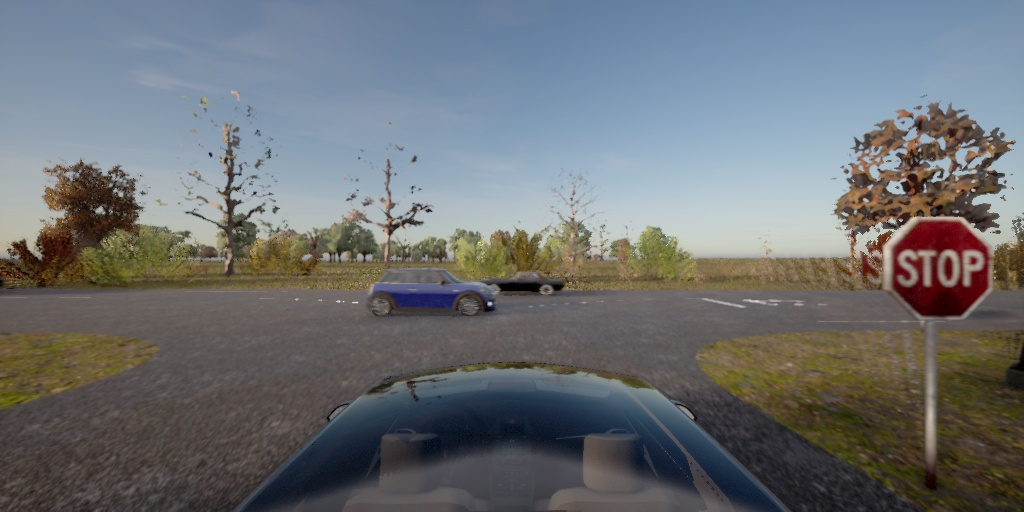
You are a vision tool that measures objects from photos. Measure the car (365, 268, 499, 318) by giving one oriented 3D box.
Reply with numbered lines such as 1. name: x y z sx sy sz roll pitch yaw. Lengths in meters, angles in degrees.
1. car: -2.866 1.229 13.257 4.553 1.767 2.097 0 -1 -1

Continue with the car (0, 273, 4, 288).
1. car: -31.075 1.296 19.488 5.008 1.535 1.882 0 -1 -2

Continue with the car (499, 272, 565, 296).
1. car: 0.519 1.561 20.332 4.718 1.301 1.895 0 -1 -1
